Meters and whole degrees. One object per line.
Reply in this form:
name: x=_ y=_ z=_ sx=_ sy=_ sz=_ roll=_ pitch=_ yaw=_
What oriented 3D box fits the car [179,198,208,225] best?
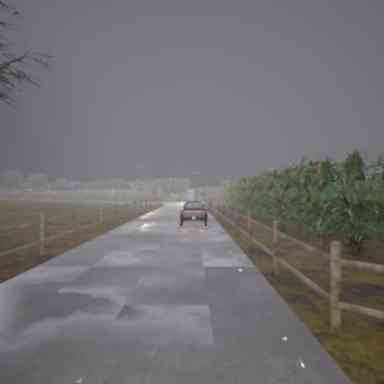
car: x=0.119 y=1.440 z=23.523 sx=2.128 sy=1.511 sz=4.902 roll=0 pitch=0 yaw=0

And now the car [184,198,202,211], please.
car: x=0.132 y=1.477 z=41.172 sx=2.128 sy=1.511 sz=4.902 roll=0 pitch=0 yaw=0
